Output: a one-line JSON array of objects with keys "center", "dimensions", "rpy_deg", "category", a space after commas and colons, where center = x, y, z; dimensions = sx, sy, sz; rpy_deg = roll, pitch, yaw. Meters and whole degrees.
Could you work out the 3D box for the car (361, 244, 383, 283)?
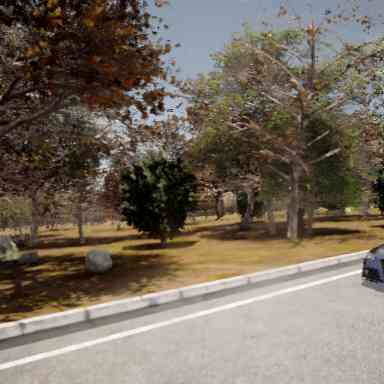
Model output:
[{"center": [6.107, 1.559, 8.350], "dimensions": [4.181, 1.385, 1.994], "rpy_deg": [0, 0, -36], "category": "car"}]
